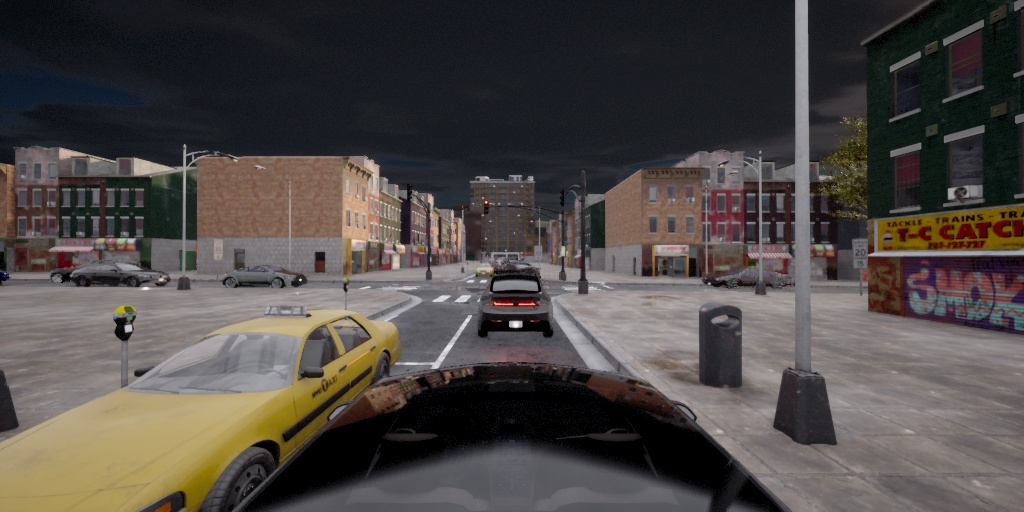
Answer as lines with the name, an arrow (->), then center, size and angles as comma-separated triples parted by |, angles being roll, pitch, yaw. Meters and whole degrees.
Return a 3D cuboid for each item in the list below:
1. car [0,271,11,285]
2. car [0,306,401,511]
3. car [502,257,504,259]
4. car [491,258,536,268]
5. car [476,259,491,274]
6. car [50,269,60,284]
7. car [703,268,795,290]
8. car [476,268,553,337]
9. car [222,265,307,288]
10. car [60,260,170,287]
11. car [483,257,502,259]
car -> -32.919, 1.144, 21.071 | 4.718, 1.301, 1.895 | 0, 0, 0
car -> -2.640, 1.275, 3.937 | 1.751, 1.417, 4.829 | 0, 0, 0
car -> -2.710, 1.358, 63.112 | 1.751, 1.417, 4.829 | 0, 0, 0
car -> 0.407, 1.252, 28.730 | 1.882, 1.535, 5.008 | -3, 1, -27
car -> -2.678, 1.302, 35.894 | 1.751, 1.417, 4.829 | 0, 0, 0
car -> -27.730, 1.061, 24.059 | 5.008, 1.535, 1.882 | 0, 0, 0
car -> 16.049, 1.516, 24.325 | 5.357, 1.411, 2.033 | 1, 0, 0
car -> 0.086, 1.257, 10.320 | 1.837, 1.490, 4.892 | 0, 0, 0
car -> -14.501, 1.220, 21.183 | 4.181, 1.385, 1.994 | 0, 0, 0
car -> -23.022, 1.120, 21.133 | 4.674, 1.442, 1.812 | 0, 0, 0
car -> -2.685, 1.100, 41.507 | 2.192, 1.841, 5.009 | 0, 0, 0
